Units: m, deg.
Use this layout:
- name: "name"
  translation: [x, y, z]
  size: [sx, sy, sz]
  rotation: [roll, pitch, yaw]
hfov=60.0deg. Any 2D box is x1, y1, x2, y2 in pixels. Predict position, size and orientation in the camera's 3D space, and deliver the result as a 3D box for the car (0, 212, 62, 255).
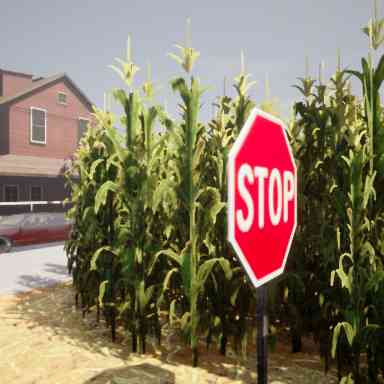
- name: "car"
  translation: [-6.524, 1.546, 13.748]
  size: [2.033, 1.411, 5.357]
  rotation: [0, 0, 36]
